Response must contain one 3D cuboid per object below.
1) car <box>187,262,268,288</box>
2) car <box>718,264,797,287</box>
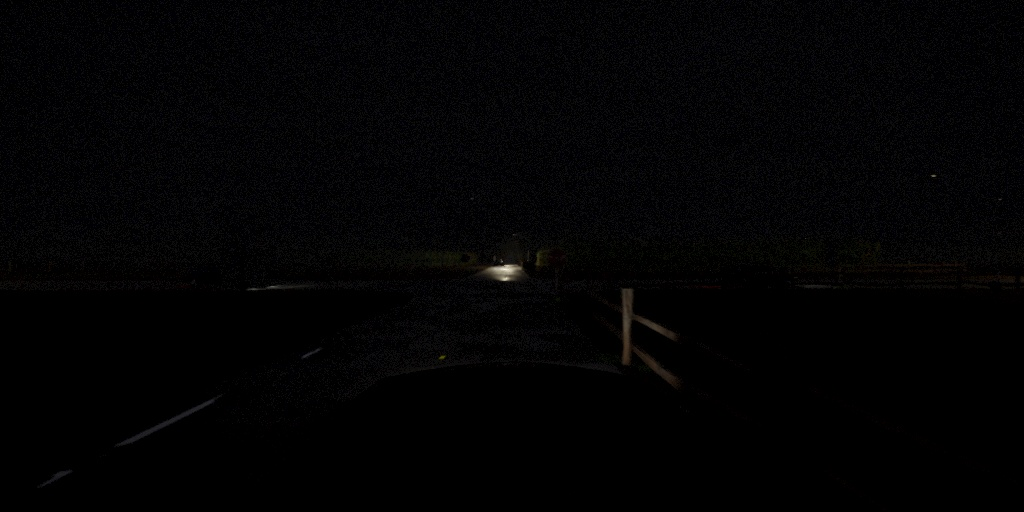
[{"bbox_3d":[-19.676,1.209,24.992,4.553,1.767,2.097,-1,1,0],"label":"car"},{"bbox_3d":[17.088,1.337,25.038,4.892,1.490,1.837,0,1,0],"label":"car"}]
